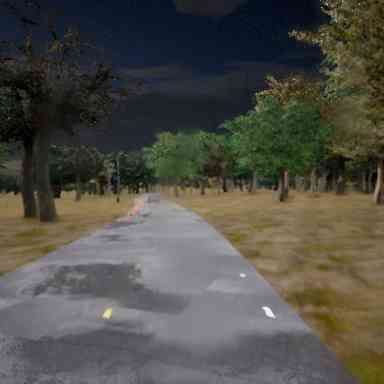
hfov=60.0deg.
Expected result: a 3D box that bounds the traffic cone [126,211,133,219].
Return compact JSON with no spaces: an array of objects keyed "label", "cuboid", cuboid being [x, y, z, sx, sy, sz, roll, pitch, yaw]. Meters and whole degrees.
[{"label":"traffic cone","cuboid":[-5.376,1.940,28.087,0.340,0.580,0.340,0,0,-5]}]

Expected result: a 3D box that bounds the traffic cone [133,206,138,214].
[{"label":"traffic cone","cuboid":[-5.820,1.919,33.032,0.340,0.580,0.340,0,0,-5]}]

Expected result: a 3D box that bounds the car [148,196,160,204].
[{"label":"car","cuboid":[-6.840,1.350,58.919,1.994,1.385,4.181,0,1,-10]}]

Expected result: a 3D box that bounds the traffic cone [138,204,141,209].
[{"label":"traffic cone","cuboid":[-6.326,1.893,37.969,0.340,0.580,0.340,0,0,-6]}]
